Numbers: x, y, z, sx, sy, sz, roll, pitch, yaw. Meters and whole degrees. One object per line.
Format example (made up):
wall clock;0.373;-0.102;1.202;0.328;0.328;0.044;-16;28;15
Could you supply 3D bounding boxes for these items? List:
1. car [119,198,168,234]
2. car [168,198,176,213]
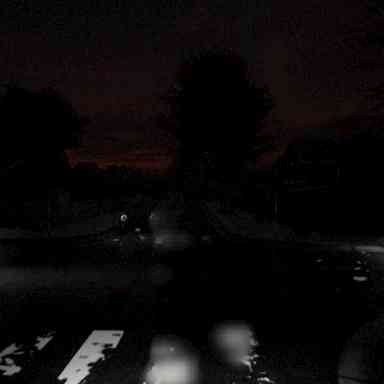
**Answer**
car;-2.740;1.328;19.008;2.097;1.767;4.553;0;0;0
car;-2.718;1.439;35.804;1.882;1.535;5.008;0;0;0
